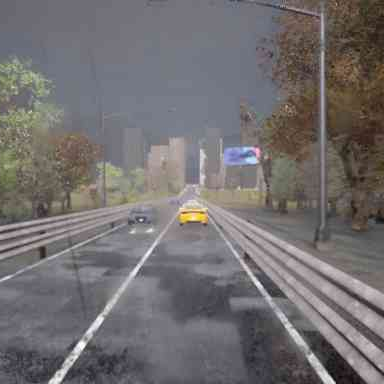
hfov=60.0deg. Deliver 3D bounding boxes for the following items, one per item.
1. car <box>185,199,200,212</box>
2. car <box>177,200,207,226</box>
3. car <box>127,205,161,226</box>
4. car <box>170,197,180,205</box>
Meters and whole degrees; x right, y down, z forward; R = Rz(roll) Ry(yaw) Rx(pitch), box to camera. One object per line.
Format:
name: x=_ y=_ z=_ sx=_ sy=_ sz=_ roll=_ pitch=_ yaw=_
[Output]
car: x=0.070 y=1.719 z=42.730 sx=1.812 sy=1.442 sz=4.674 roll=0 pitch=0 yaw=0
car: x=0.097 y=1.575 z=24.472 sx=1.882 sy=1.535 sz=5.008 roll=0 pitch=0 yaw=0
car: x=-3.352 y=1.659 z=23.930 sx=1.994 sy=1.385 sz=4.181 roll=0 pitch=0 yaw=0
car: x=-3.306 y=1.786 z=65.199 sx=1.882 sy=1.535 sz=5.008 roll=0 pitch=0 yaw=0
